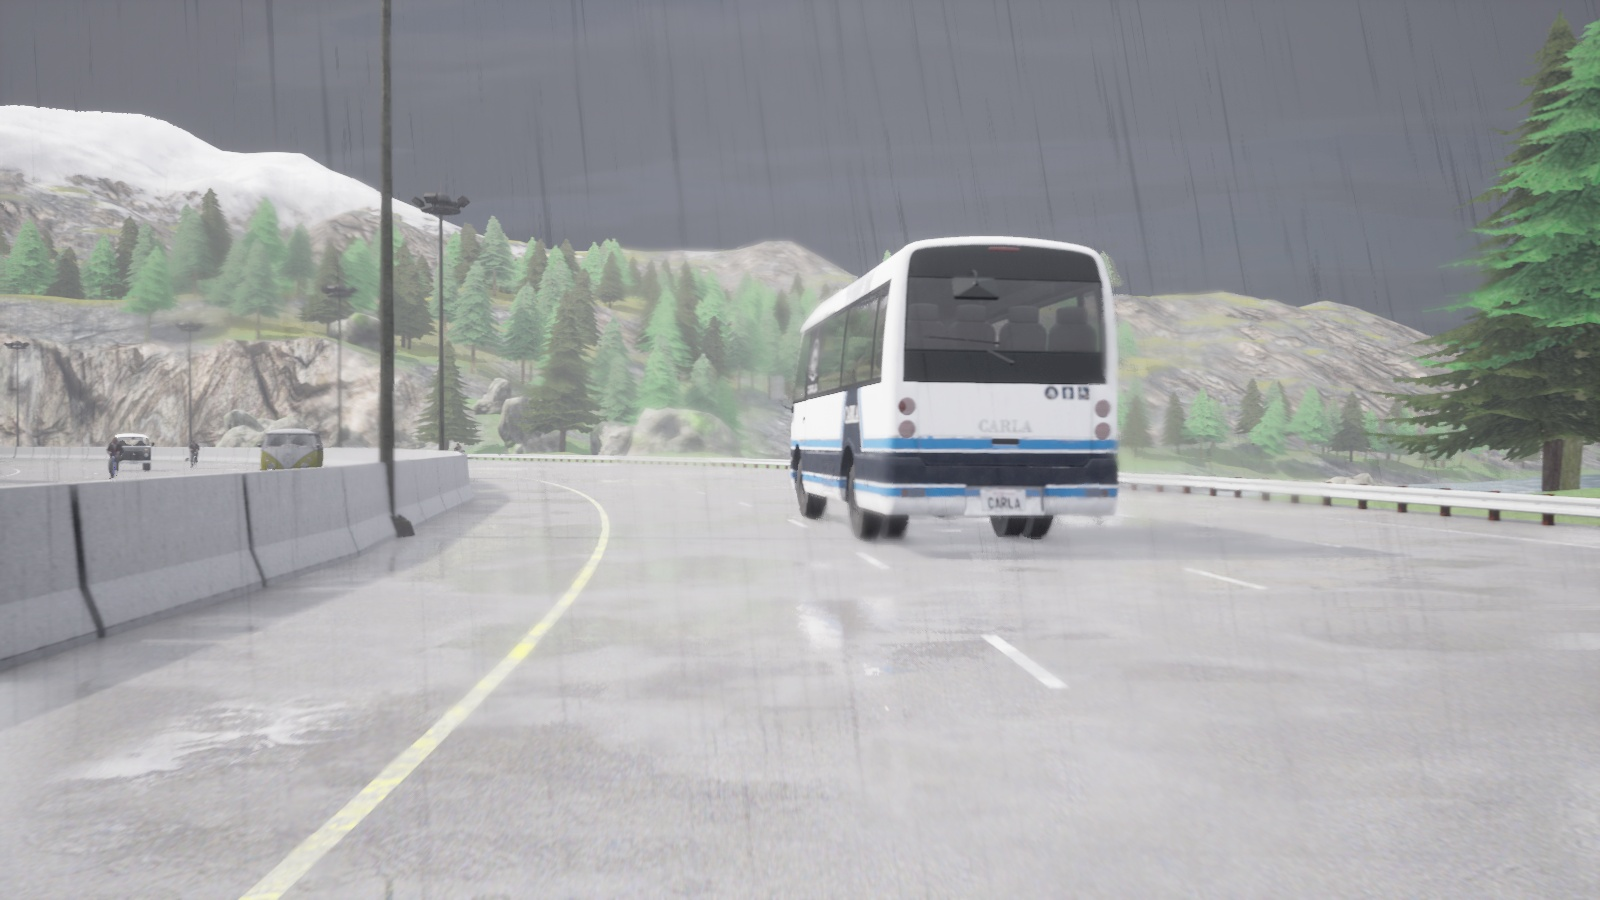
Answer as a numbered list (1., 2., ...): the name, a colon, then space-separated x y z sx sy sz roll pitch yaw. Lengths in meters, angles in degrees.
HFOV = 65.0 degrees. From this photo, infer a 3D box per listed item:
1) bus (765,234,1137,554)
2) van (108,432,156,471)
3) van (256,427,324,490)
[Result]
1. bus: 1.930 -0.753 22.031 3.944 4.253 10.273 1 0 -8
2. van: -36.474 0.064 68.531 2.069 2.038 4.480 0 0 -31
3. van: -17.038 0.252 42.144 1.775 1.987 4.442 0 0 -18
